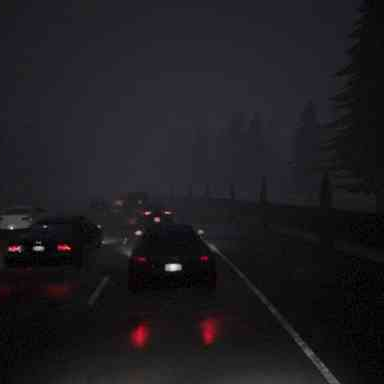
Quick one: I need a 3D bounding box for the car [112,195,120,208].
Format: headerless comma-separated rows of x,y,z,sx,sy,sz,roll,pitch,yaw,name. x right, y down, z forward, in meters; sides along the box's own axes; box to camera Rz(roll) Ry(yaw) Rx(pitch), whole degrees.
-9.722,1.188,43.925,1.801,1.575,5.366,0,0,-22,car

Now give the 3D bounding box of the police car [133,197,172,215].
-2.484,1.374,21.415,2.038,1.542,4.974,0,1,-12,police car

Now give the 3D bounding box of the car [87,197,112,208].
-9.535,1.274,33.701,1.882,1.535,5.008,0,0,-19,car

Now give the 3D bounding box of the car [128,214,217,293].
-0.571,1.507,8.831,1.994,1.385,4.181,0,0,-5,car

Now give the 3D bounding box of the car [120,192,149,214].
-5.423,1.022,32.433,2.150,2.045,5.566,0,0,-18,car

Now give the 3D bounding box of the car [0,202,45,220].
-8.877,1.421,17.902,1.812,1.442,4.674,0,0,-11,car

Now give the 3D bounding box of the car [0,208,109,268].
-4.212,1.481,11.004,2.033,1.411,5.357,0,0,-7,car
